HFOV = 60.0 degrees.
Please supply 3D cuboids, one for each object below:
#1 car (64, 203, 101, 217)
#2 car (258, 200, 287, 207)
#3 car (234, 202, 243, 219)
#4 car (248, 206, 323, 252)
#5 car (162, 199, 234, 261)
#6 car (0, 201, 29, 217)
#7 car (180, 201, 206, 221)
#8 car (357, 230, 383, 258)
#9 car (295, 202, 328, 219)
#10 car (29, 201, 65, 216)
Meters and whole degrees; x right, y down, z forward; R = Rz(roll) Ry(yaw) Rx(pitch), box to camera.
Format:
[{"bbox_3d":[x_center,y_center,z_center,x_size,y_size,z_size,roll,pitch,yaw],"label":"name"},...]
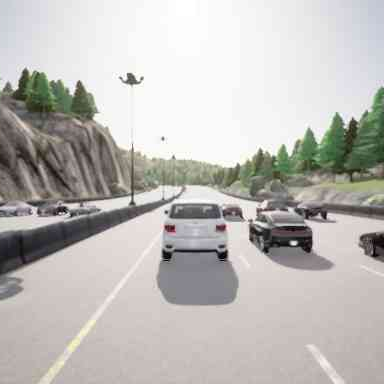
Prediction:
[{"bbox_3d":[-10.606,1.747,33.042,1.895,1.301,4.718,0,0,0],"label":"car"},{"bbox_3d":[7.092,1.483,29.730,2.097,1.767,4.553,0,0,0],"label":"car"},{"bbox_3d":[3.591,1.662,30.982,1.812,1.442,4.674,0,0,0],"label":"car"},{"bbox_3d":[3.595,1.567,14.172,1.837,1.490,4.892,0,0,0],"label":"car"},{"bbox_3d":[0.086,1.278,12.699,2.150,2.045,5.566,0,0,0],"label":"car"},{"bbox_3d":[-17.603,1.672,33.147,1.812,1.442,4.674,0,0,0],"label":"car"},{"bbox_3d":[0.091,1.624,29.980,2.128,1.511,4.902,0,0,0],"label":"car"},{"bbox_3d":[7.097,1.592,10.003,2.033,1.411,5.357,0,0,0],"label":"car"},{"bbox_3d":[10.591,1.637,30.072,1.837,1.490,4.892,0,0,0],"label":"car"},{"bbox_3d":[-14.102,1.642,33.960,2.128,1.511,4.902,0,0,0],"label":"car"}]
